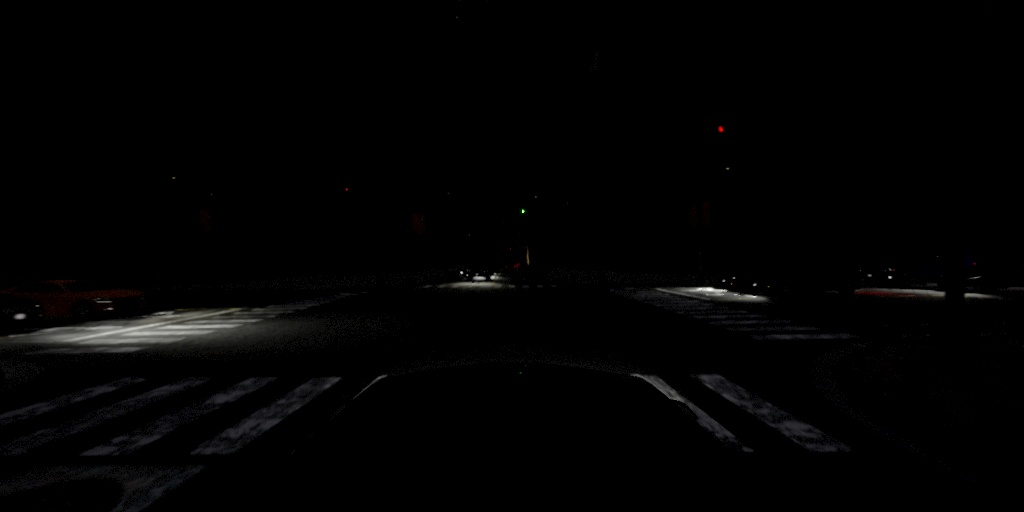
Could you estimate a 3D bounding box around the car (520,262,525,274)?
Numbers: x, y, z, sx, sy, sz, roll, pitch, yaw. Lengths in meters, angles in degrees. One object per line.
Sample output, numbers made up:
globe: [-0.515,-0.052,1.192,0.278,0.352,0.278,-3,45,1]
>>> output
car: [2.475,1.851,47.593,1.888,1.381,4.507,0,0,-1]

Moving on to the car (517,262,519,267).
car: [2.338,2.047,62.907,2.007,1.370,4.403,0,0,-1]

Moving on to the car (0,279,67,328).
car: [-17.682,1.657,11.171,4.902,1.511,2.128,-1,-1,1]

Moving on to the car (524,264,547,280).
car: [2.573,1.723,36.705,2.007,1.370,4.403,0,0,-1]

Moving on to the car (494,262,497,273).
car: [-3.373,1.851,46.078,1.994,1.385,4.181,0,-1,-1]

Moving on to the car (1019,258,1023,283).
car: [34.257,0.846,21.408,4.902,1.511,2.128,-1,-1,0]

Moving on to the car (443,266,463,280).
car: [-5.952,1.721,36.632,2.007,1.370,4.403,0,0,-1]

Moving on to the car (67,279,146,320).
car: [-17.718,1.676,14.415,5.008,1.535,1.882,-1,-1,2]

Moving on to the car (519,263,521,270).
car: [2.427,1.924,53.036,2.007,1.370,4.403,0,0,-1]

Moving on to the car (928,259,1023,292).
car: [24.531,1.011,18.113,4.674,1.442,1.812,-1,-1,0]

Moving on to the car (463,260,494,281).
car: [-3.283,1.385,36.044,2.150,2.045,5.566,0,-1,-1]

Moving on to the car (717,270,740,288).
car: [14.562,1.256,21.300,4.181,1.385,1.994,-1,-1,0]

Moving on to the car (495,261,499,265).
car: [-3.458,1.965,56.648,2.033,1.411,5.357,0,-1,-2]

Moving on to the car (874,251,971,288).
car: [24.038,0.749,21.361,5.566,2.045,2.150,-1,-1,0]

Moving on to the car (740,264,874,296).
car: [14.649,1.162,18.031,4.892,1.490,1.837,-1,-1,1]
